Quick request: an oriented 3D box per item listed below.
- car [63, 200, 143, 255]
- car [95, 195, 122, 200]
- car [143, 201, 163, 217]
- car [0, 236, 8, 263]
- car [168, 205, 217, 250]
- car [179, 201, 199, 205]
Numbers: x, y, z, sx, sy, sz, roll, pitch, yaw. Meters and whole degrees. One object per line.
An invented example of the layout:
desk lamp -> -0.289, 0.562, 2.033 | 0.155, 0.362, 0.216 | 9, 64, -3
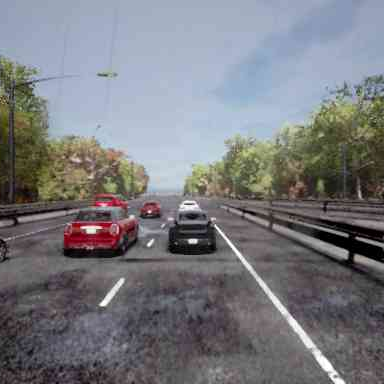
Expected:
car -> -3.485, 1.366, 13.556 | 2.097, 1.767, 4.553 | 0, 0, -1
car -> -7.222, 1.261, 29.510 | 2.150, 2.045, 5.566 | 0, 0, -1
car -> -3.764, 1.568, 31.467 | 1.812, 1.442, 4.674 | 0, 0, -1
car -> -6.945, 1.535, 9.003 | 1.812, 1.442, 4.674 | 0, 0, 0
car -> 0.008, 1.518, 14.383 | 1.837, 1.490, 4.892 | 0, 0, -1
car -> -0.261, 1.566, 31.369 | 1.812, 1.442, 4.674 | 0, 0, -1
